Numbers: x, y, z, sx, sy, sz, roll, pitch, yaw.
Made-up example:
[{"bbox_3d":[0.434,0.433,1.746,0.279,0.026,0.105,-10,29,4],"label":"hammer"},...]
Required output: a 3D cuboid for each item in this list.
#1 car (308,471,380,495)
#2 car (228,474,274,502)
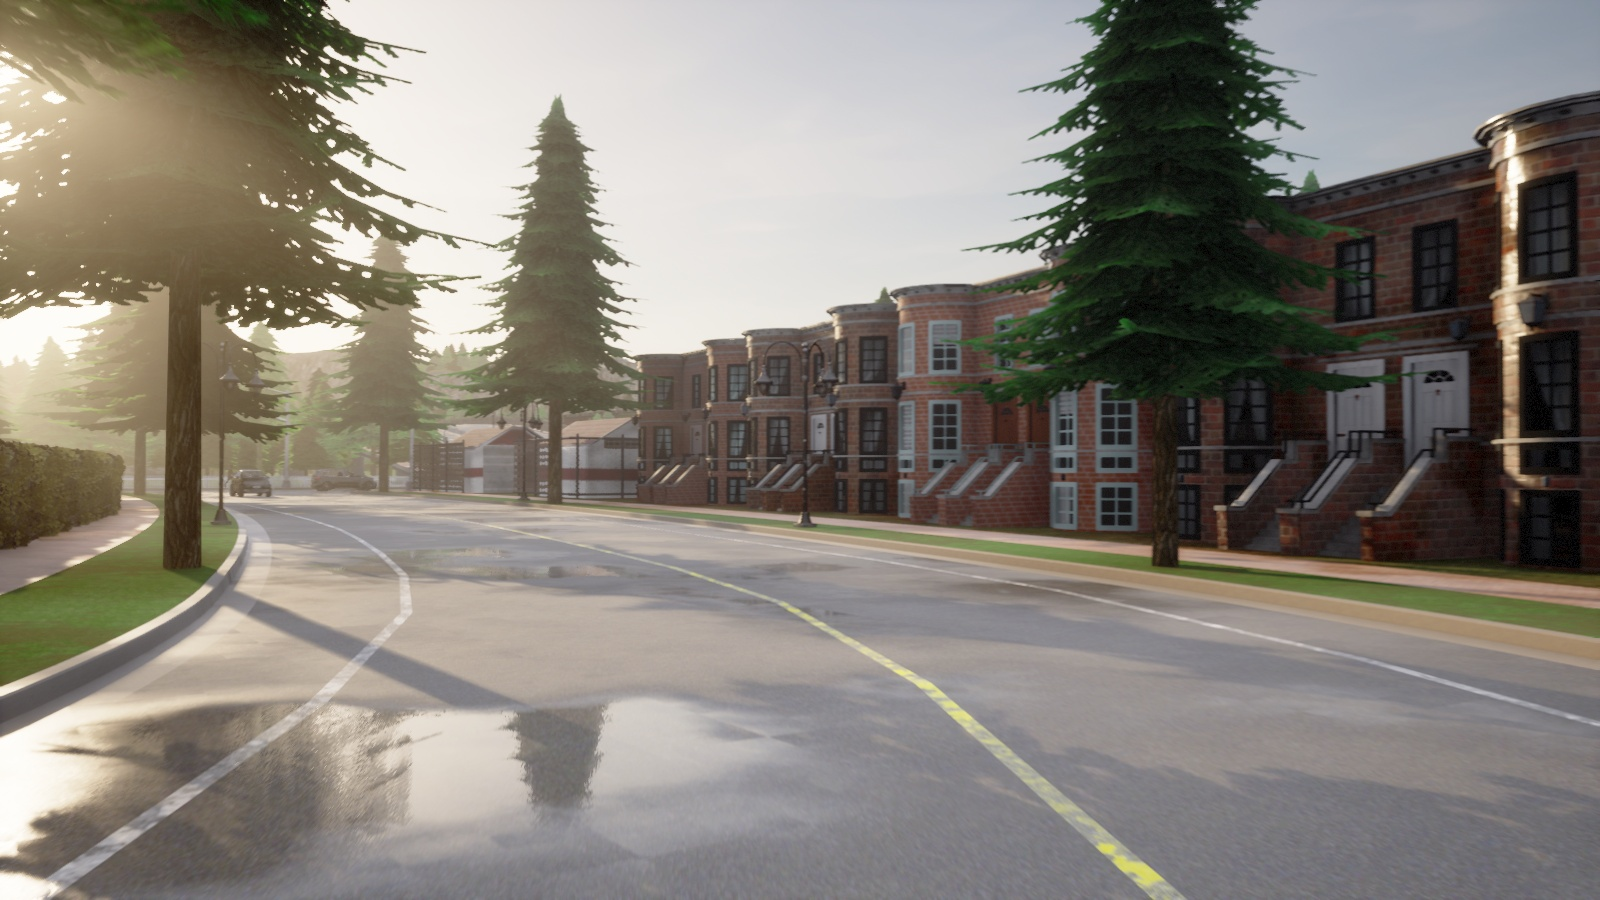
[{"bbox_3d":[-33.542,2.410,92.409,4.611,1.667,2.242,0,-1,-33],"label":"car"},{"bbox_3d":[-31.068,2.136,70.995,1.789,1.549,3.705,0,-1,-34],"label":"car"}]
